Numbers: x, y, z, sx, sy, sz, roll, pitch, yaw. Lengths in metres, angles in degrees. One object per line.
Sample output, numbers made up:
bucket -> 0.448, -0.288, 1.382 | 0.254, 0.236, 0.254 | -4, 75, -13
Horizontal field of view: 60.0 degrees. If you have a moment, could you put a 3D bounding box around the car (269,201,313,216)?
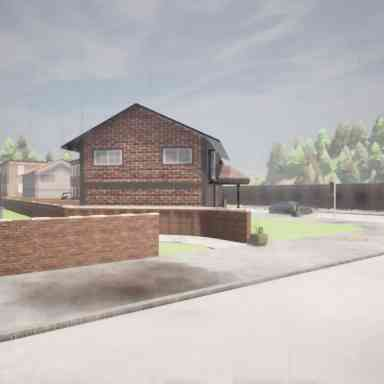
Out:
car -> 9.529, 1.564, 32.272 | 1.994, 1.385, 4.181 | 0, 0, -36

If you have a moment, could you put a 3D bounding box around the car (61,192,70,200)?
car -> -14.083, 0.973, 38.794 | 1.905, 1.878, 3.866 | 0, 0, -35

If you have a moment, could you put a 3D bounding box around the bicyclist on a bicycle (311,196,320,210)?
bicyclist on a bicycle -> 14.683, 1.349, 39.508 | 1.656, 1.620, 0.582 | 0, 0, -36
